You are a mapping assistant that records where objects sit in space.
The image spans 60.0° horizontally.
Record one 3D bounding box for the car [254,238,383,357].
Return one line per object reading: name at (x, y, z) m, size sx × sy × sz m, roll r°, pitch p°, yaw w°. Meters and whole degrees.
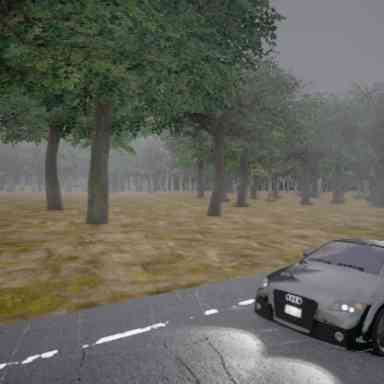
car at (3.124, 1.589, 6.094) m, size 4.181 × 1.385 × 1.994 m, roll 0°, pitch 0°, yaw -35°
